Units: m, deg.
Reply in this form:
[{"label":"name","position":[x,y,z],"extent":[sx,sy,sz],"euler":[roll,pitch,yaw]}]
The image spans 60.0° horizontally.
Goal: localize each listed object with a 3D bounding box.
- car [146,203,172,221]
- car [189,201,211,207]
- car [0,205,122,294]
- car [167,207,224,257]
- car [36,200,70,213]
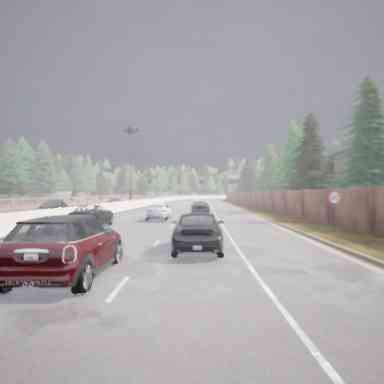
[{"label":"car","position":[-2.820,1.657,28.844],"extent":[1.812,1.442,4.674],"euler":[0,0,2]},{"label":"car","position":[0.808,1.651,32.638],"extent":[1.837,1.490,4.892],"euler":[0,0,2]},{"label":"car","position":[-3.353,1.396,9.114],"extent":[2.097,1.767,4.553],"euler":[0,0,1]},{"label":"car","position":[0.225,1.566,13.286],"extent":[1.837,1.490,4.892],"euler":[0,0,1]},{"label":"car","position":[-16.614,1.700,39.983],"extent":[1.837,1.490,4.892],"euler":[0,-1,2]}]
